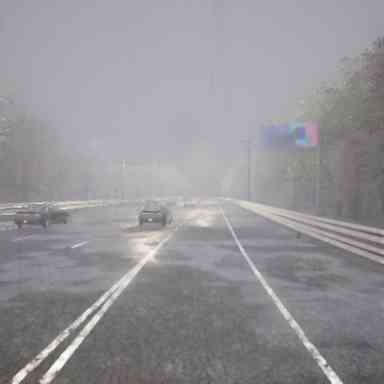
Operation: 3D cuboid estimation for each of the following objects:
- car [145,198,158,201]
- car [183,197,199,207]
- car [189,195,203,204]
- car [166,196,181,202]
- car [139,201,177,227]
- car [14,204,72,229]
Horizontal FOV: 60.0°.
[{"bbox_3d":[-7.289,1.855,59.822,2.128,1.511,4.902,0,0,4],"label":"car"},{"bbox_3d":[-0.309,2.022,59.267,1.895,1.301,4.718,0,0,4],"label":"car"},{"bbox_3d":[0.949,1.955,78.850,2.097,1.767,4.553,0,-1,4],"label":"car"},{"bbox_3d":[-3.802,1.940,59.510,2.033,1.411,5.357,0,0,4],"label":"car"},{"bbox_3d":[-2.566,1.643,24.226,2.128,1.511,4.902,0,0,4],"label":"car"},{"bbox_3d":[-9.711,1.565,22.103,2.128,1.511,4.902,0,0,4],"label":"car"}]
